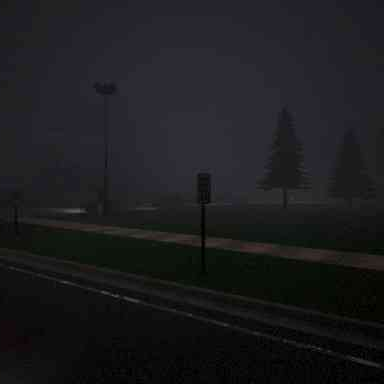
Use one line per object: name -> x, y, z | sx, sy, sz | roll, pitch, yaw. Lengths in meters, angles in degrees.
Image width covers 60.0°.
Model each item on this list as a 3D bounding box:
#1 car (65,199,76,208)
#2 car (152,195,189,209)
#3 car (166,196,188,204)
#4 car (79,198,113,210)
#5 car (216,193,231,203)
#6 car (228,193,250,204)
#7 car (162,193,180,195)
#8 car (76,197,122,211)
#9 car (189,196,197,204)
car -> -15.566, 1.478, 47.355 | 1.882, 1.535, 5.008 | 0, 0, 35
car -> -3.229, 1.547, 46.672 | 2.033, 1.411, 5.357 | 0, 0, 35
car -> -2.918, 1.506, 65.341 | 1.837, 1.490, 4.892 | 0, 0, 35
car -> -12.944, 1.564, 44.999 | 1.994, 1.385, 4.181 | 0, 0, 35
car -> 6.974, 1.206, 67.187 | 2.150, 2.045, 5.566 | 0, 0, 35
car -> 9.561, 1.510, 64.786 | 1.837, 1.490, 4.892 | 0, 0, 35
car -> -3.782, 1.215, 51.983 | 2.150, 2.045, 5.566 | 0, 1, 35
car -> -11.210, 1.547, 41.373 | 2.033, 1.411, 5.357 | 0, 0, 35
car -> 0.223, 1.525, 63.747 | 1.812, 1.442, 4.674 | 0, 0, 35
